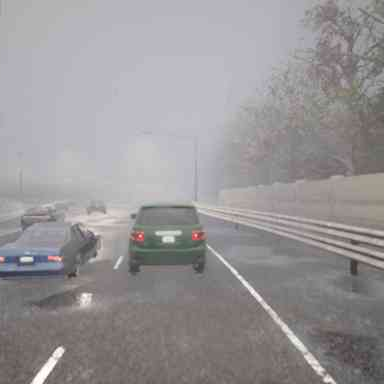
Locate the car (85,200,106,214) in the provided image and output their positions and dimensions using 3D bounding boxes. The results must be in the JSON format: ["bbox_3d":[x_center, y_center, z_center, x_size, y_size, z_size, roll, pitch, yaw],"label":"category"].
[{"bbox_3d":[-11.663,1.683,40.012,2.097,1.767,4.553,0,0,-22],"label":"car"}]

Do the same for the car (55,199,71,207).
[{"bbox_3d":[-18.892,1.928,47.478,1.812,1.442,4.674,0,-1,-27],"label":"car"}]

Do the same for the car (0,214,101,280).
[{"bbox_3d":[-4.112,1.635,10.232,2.033,1.411,5.357,0,0,-6],"label":"car"}]

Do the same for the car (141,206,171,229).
[{"bbox_3d":[-2.719,1.758,24.357,1.994,1.385,4.181,0,0,-9],"label":"car"}]

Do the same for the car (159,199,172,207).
[{"bbox_3d":[-4.932,2.090,62.249,1.895,1.301,4.718,0,0,3],"label":"car"}]

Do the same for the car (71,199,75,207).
[{"bbox_3d":[-22.703,2.016,60.704,1.837,1.490,4.892,0,-1,-34],"label":"car"}]

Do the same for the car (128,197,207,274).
[{"bbox_3d":[-0.870,1.310,11.100,2.150,2.045,5.566,0,0,-6],"label":"car"}]

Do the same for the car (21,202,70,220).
[{"bbox_3d":[-9.533,1.676,21.487,2.128,1.511,4.902,0,0,-12],"label":"car"}]

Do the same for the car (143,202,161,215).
[{"bbox_3d":[-4.595,1.874,39.051,1.994,1.385,4.181,0,0,-5],"label":"car"}]

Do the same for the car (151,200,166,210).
[{"bbox_3d":[-5.183,1.972,51.651,1.994,1.385,4.181,0,0,-1],"label":"car"}]
